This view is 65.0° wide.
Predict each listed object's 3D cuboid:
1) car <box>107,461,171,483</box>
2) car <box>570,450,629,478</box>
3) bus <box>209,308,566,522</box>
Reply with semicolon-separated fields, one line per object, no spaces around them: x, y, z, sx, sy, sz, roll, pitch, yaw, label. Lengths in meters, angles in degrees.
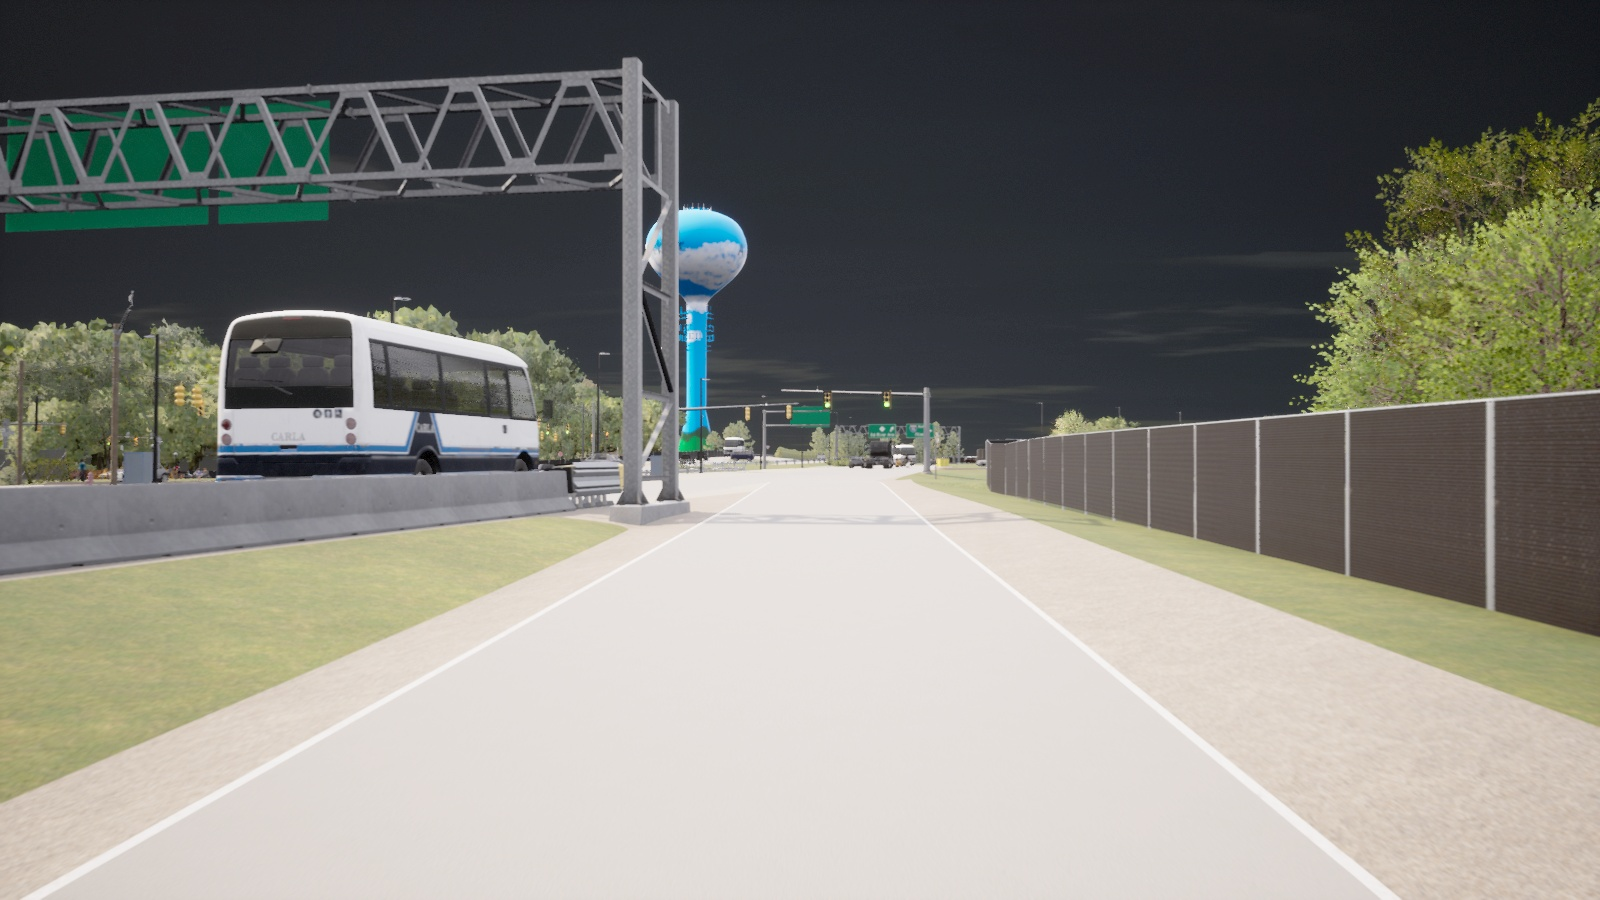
-46.151;1.521;87.735;1.970;1.475;3.806;0;-1;13;car
-12.402;0.861;78.013;2.152;1.651;5.027;0;0;9;car
-9.272;-0.652;30.286;3.944;4.253;10.273;0;0;9;bus
